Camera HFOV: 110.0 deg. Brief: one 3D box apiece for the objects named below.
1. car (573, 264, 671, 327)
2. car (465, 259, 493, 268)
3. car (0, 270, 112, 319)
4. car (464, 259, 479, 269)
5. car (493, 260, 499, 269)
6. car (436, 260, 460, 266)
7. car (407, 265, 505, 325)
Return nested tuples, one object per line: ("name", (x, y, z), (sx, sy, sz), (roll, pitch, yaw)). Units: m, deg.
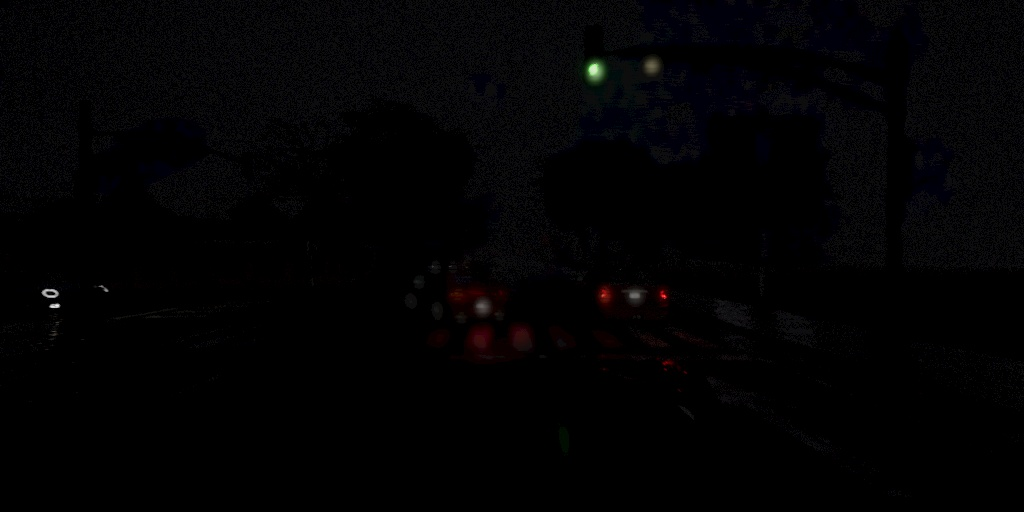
("car", (3.326, 1.115, 11.736), (2.097, 1.767, 4.553), (0, 0, 0))
("car", (-3.350, 1.151, 36.754), (2.097, 1.767, 4.553), (0, 0, 0))
("car", (-17.971, 1.314, 13.380), (4.553, 1.767, 2.097), (-1, 1, 2))
("car", (-6.538, 1.317, 58.784), (1.882, 1.535, 5.008), (0, 0, 1))
("car", (-3.280, 1.406, 59.684), (1.994, 1.385, 4.181), (0, 0, 0))
("car", (-6.600, 1.151, 36.753), (2.097, 1.767, 4.553), (0, 0, 0))
("car", (-2.027, 1.242, 12.096), (1.882, 1.535, 5.008), (1, 0, -30))
